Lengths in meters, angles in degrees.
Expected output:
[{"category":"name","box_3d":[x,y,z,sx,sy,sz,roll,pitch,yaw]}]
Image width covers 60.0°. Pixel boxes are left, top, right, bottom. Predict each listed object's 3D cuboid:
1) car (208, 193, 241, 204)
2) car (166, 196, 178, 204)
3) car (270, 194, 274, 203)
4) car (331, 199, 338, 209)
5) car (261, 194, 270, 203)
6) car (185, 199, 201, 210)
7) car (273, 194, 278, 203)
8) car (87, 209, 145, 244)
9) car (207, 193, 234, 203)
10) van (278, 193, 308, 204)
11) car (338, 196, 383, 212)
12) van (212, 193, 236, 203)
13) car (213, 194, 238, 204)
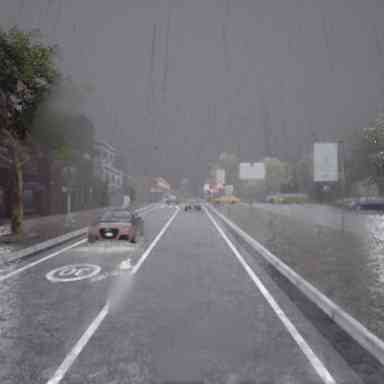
[{"category":"car","box_3d":[6.059,1.392,60.190,5.366,1.575,1.946,0,-1,0]},{"category":"car","box_3d":[-3.345,1.385,57.444,1.812,1.442,4.674,1,-2,0]},{"category":"car","box_3d":[18.656,1.469,65.104,5.366,1.575,1.946,0,-1,0]},{"category":"car","box_3d":[18.665,1.360,38.855,4.674,1.452,2.002,0,0,0]},{"category":"car","box_3d":[18.393,1.333,70.824,5.566,2.045,2.435,0,-2,-1]},{"category":"car","box_3d":[0.070,1.452,40.380,1.895,1.301,4.718,-1,1,0]},{"category":"car","box_3d":[18.679,1.426,62.444,5.366,1.575,1.946,0,-1,0]},{"category":"car","box_3d":[-3.358,1.514,15.437,1.994,1.385,4.181,0,0,0]},{"category":"car","box_3d":[6.162,1.367,72.341,5.566,2.045,2.435,0,-1,-1]},{"category":"van","box_3d":[18.400,1.165,59.650,4.442,1.987,1.878,0,-1,0]},{"category":"car","box_3d":[18.737,1.204,35.684,4.553,1.767,2.185,0,0,0]},{"category":"van","box_3d":[6.309,1.263,66.150,4.442,1.987,1.878,0,-1,-1]},{"category":"car","box_3d":[6.250,1.309,63.111,4.553,1.767,2.185,0,-1,0]}]
